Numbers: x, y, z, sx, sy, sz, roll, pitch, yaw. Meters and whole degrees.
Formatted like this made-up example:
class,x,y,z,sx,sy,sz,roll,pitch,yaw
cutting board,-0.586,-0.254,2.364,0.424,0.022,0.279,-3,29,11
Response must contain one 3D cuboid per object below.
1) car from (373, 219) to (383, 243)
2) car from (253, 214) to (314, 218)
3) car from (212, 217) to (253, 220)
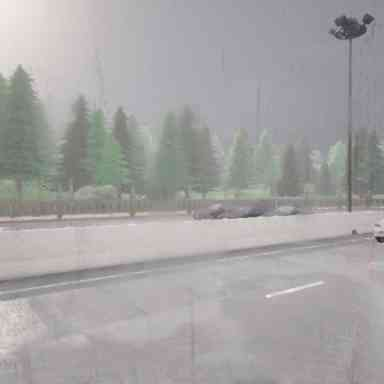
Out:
class,x,y,z,sx,sy,sz,roll,pitch,yaw
car,10.200,1.626,15.418,4.674,1.442,1.812,0,0,-36
car,6.374,1.524,21.414,4.674,1.442,1.812,0,0,-36
car,4.327,1.686,24.253,5.357,1.411,2.033,0,0,-36
